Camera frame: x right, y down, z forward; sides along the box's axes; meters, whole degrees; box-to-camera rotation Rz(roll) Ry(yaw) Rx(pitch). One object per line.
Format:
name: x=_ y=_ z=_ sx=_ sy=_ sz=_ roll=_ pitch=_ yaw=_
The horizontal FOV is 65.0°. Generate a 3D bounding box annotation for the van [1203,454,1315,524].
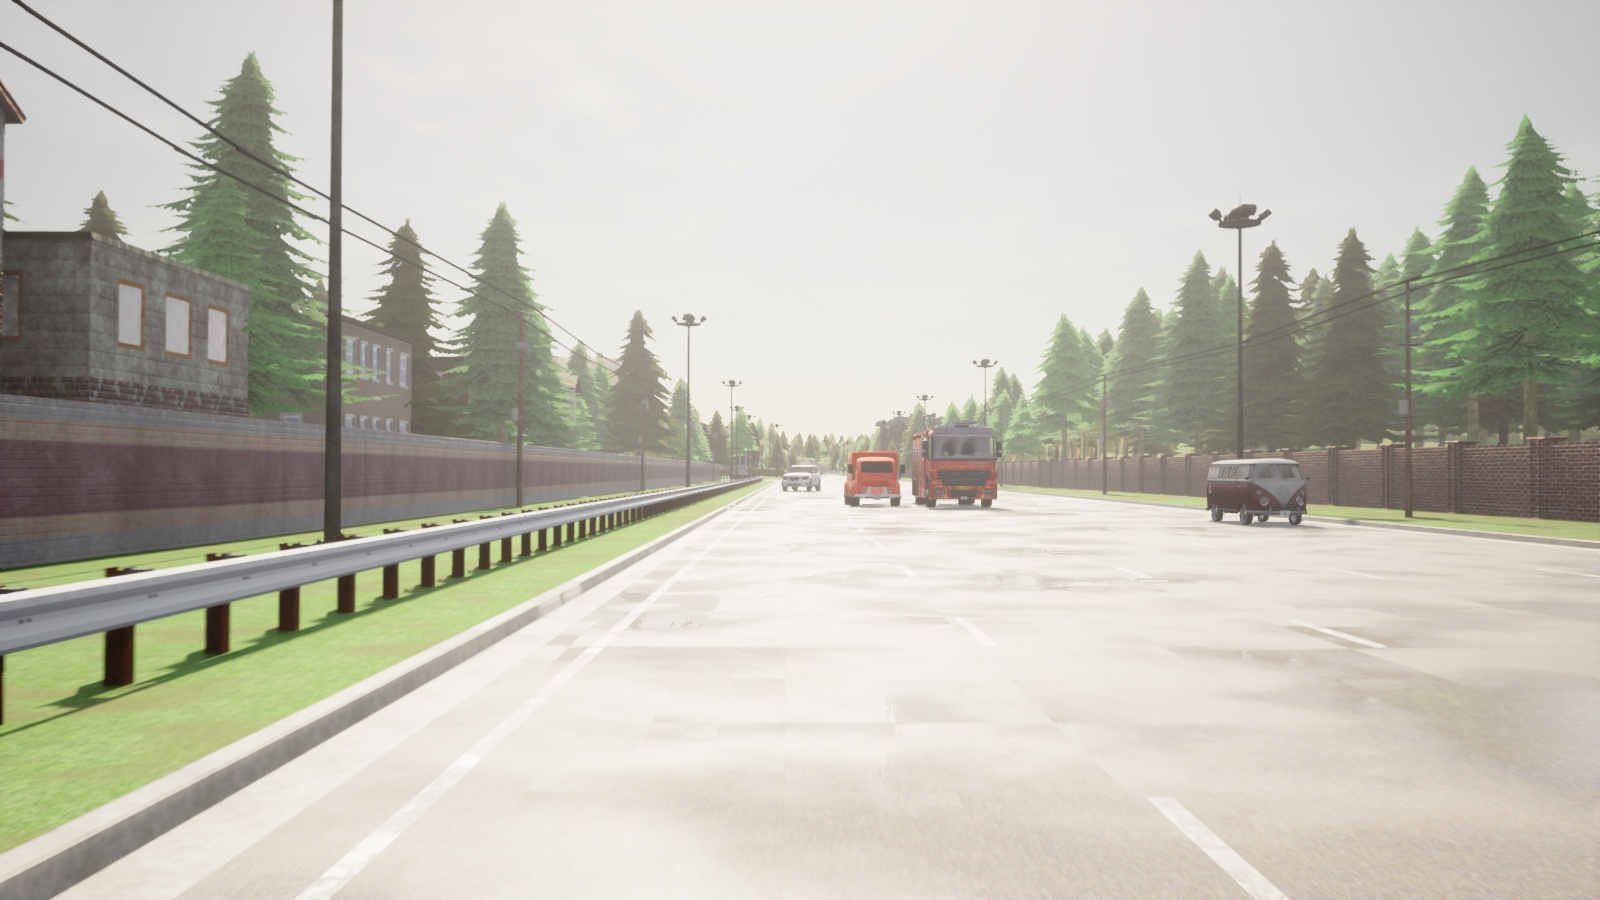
van: x=13.907 y=1.153 z=38.335 sx=1.775 sy=1.987 sz=4.442 roll=0 pitch=-1 yaw=0

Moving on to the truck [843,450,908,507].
truck: x=3.360 y=1.273 z=57.275 sx=2.627 sy=2.467 sz=5.204 roll=0 pitch=-1 yaw=0

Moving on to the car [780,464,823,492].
car: x=0.151 y=2.139 z=96.013 sx=2.150 sy=2.045 sz=5.566 roll=-1 pitch=-1 yaw=12

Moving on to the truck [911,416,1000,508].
truck: x=6.857 y=0.567 z=56.465 sx=2.891 sy=3.827 sz=8.468 roll=0 pitch=-1 yaw=0
